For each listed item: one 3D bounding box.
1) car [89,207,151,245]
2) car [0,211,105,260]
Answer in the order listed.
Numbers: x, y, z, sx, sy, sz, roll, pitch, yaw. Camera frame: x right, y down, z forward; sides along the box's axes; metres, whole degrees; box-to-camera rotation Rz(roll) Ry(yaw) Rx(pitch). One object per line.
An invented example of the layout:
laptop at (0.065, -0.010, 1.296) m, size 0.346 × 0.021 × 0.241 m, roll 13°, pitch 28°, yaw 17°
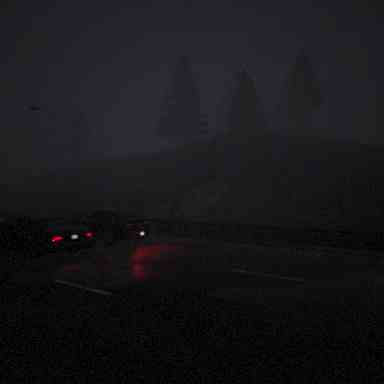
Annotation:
car at (-4.081, 1.487, 15.404) m, size 4.892 × 1.490 × 1.837 m, roll 0°, pitch 0°, yaw 35°
car at (-5.953, 1.540, 12.460) m, size 5.357 × 1.411 × 2.033 m, roll 0°, pitch 0°, yaw 35°
